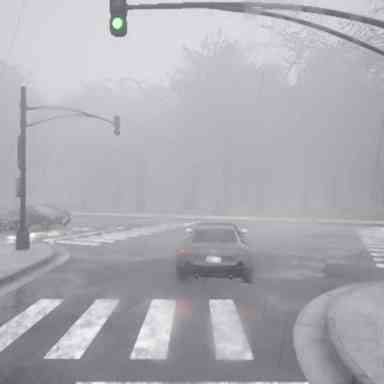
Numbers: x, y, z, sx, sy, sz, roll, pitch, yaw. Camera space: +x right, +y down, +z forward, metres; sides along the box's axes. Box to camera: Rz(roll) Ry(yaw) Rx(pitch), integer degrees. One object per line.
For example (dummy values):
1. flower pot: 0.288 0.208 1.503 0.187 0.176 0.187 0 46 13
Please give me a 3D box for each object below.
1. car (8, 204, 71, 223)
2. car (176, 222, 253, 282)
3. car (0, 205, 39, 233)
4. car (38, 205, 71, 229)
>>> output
1. car: -12.359 1.696 26.903 4.718 1.301 1.895 0 0 22
2. car: 0.722 1.592 9.962 1.994 1.385 4.181 0 0 6
3. car: -11.245 1.610 19.043 4.181 1.385 1.994 0 0 23
4. car: -10.302 1.592 22.173 4.674 1.442 1.812 0 0 23
